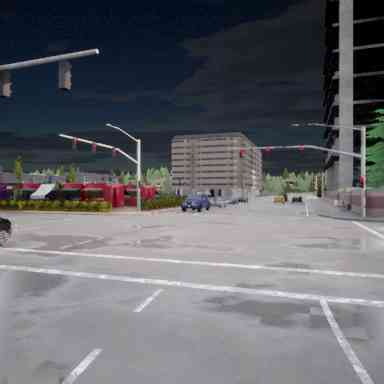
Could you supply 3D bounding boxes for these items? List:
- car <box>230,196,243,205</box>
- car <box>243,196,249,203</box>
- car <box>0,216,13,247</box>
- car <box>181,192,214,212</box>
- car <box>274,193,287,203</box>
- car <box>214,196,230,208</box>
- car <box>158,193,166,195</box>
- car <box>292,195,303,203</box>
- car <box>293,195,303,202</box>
[{"bbox_3d":[6.807,1.490,57.658,2.128,1.511,4.902,0,0,19],"label":"car"},{"bbox_3d":[10.270,1.546,67.649,2.033,1.411,5.357,0,0,19],"label":"car"},{"bbox_3d":[-8.736,1.503,12.506,2.128,1.511,4.902,1,-1,1],"label":"car"},{"bbox_3d":[0.554,1.221,39.292,2.150,2.045,5.566,0,0,19],"label":"car"},{"bbox_3d":[18.161,1.476,68.999,1.882,1.535,5.008,0,0,19],"label":"car"},{"bbox_3d":[3.693,1.600,48.537,1.895,1.301,4.718,0,0,19],"label":"car"},{"bbox_3d":[-8.052,1.207,81.411,4.605,1.855,1.932,0,0,19],"label":"car"},{"bbox_3d":[21.376,1.477,67.598,1.882,1.535,5.008,0,0,19],"label":"car"},{"bbox_3d":[24.658,1.524,77.345,2.128,1.511,4.902,0,0,19],"label":"car"}]
